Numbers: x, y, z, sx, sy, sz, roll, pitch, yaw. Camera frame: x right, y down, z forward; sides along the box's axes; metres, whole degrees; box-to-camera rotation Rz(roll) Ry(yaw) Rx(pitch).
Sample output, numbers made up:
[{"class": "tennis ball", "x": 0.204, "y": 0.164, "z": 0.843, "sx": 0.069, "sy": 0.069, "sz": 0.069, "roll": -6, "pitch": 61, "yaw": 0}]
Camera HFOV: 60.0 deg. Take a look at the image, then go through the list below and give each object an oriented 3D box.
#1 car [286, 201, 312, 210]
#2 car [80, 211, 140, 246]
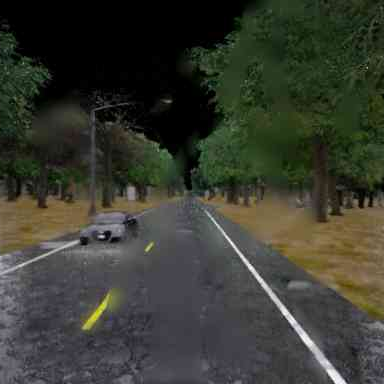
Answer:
[{"class": "car", "x": 18.889, "y": 2.355, "z": 58.036, "sx": 4.902, "sy": 1.511, "sz": 2.128, "roll": 2, "pitch": -1, "yaw": -2}, {"class": "car", "x": -3.604, "y": 1.582, "z": 15.195, "sx": 1.994, "sy": 1.385, "sz": 4.181, "roll": 0, "pitch": 0, "yaw": 0}]
